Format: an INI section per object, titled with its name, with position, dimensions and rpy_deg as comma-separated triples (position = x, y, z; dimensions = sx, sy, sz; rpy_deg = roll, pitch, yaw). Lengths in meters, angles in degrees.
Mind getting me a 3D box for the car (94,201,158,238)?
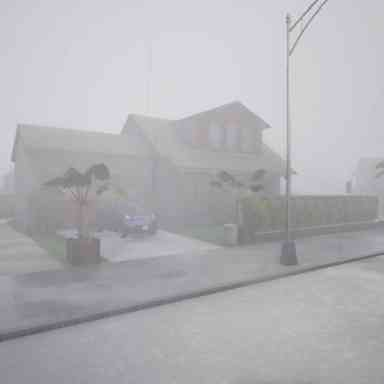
[car]
position = -3.054, 1.174, 15.268
dimensions = 1.845, 1.501, 3.633
rpy_deg = 0, 0, -38
